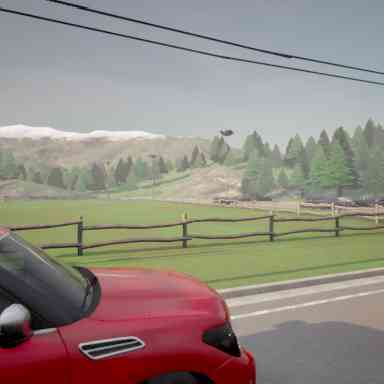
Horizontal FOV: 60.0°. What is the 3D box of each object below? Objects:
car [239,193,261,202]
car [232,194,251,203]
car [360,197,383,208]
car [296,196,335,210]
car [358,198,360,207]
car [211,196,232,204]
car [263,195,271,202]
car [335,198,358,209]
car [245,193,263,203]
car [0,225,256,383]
[{"bbox_3d":[12.904,1.225,74.937,2.150,2.045,5.566,0,0,-24],"label":"car"},{"bbox_3d":[8.922,1.547,66.771,2.033,1.411,5.357,0,0,-23],"label":"car"},{"bbox_3d":[25.023,1.491,47.872,2.128,1.511,4.902,0,0,-24],"label":"car"},{"bbox_3d":[15.671,1.352,43.060,2.097,1.767,4.553,0,0,-24],"label":"car"},{"bbox_3d":[21.196,1.525,47.870,1.812,1.442,4.674,0,0,-24],"label":"car"},{"bbox_3d":[5.484,1.564,65.899,1.994,1.385,4.181,0,0,-23],"label":"car"},{"bbox_3d":[16.114,1.500,76.333,1.837,1.490,4.892,0,0,-24],"label":"car"},{"bbox_3d":[18.847,1.547,44.532,2.033,1.411,5.357,0,0,-24],"label":"car"},{"bbox_3d":[11.882,1.492,68.629,2.128,1.511,4.902,0,0,-24],"label":"car"},{"bbox_3d":[-2.216,1.222,2.588,5.566,2.045,2.150,0,0,-24],"label":"car"}]
